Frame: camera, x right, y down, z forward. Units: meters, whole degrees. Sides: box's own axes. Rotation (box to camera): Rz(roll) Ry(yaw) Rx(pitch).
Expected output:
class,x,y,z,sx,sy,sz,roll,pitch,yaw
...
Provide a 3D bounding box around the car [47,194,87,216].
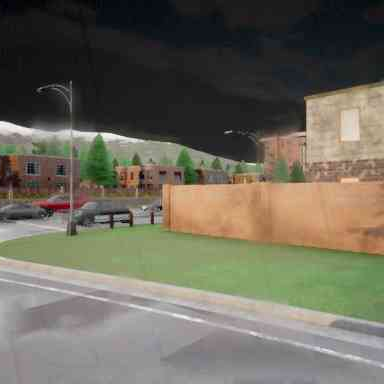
class,x,y,z,sx,sy,sz,roll,pitch,yaw
car,-12.388,1.221,31.545,2.150,2.045,5.566,0,0,41

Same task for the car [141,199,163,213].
class,x,y,z,sx,sy,sz,roll,pitch,yaw
car,-3.404,1.492,36.425,2.128,1.511,4.902,0,0,41

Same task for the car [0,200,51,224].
class,x,y,z,sx,sy,sz,roll,pitch,yaw
car,-13.353,1.564,25.168,1.994,1.385,4.181,0,0,41

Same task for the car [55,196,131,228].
class,x,y,z,sx,sy,sz,roll,pitch,yaw
car,-6.378,1.352,22.491,2.097,1.767,4.553,0,0,41
